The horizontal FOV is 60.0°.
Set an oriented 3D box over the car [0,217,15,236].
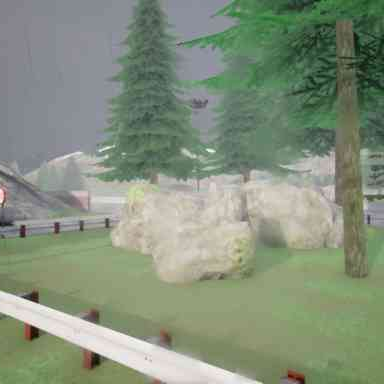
[{"bbox_3d":[-10.873,1.354,15.484,5.357,1.411,2.033,0,0,19],"label":"car"}]
